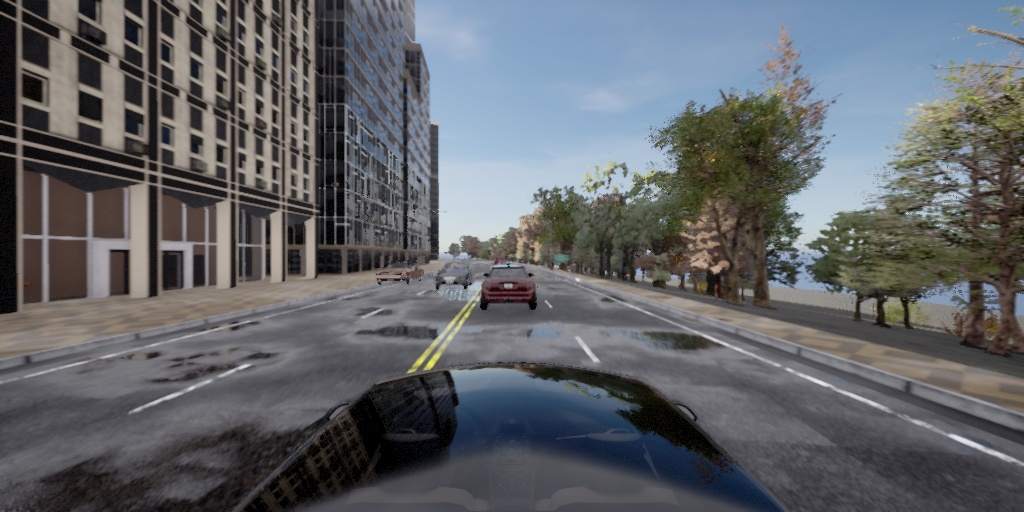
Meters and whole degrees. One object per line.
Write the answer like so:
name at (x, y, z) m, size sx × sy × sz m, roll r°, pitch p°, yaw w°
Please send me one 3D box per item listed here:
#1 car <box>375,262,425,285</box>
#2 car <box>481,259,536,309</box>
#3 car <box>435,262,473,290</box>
car at (-6.710, 1.016, 21.905) m, size 1.895 × 1.301 × 4.718 m, roll 0°, pitch 0°, yaw -1°
car at (-0.160, 1.135, 15.395) m, size 2.097 × 1.767 × 4.553 m, roll 0°, pitch 0°, yaw -1°
car at (-3.461, 1.133, 22.005) m, size 2.128 × 1.511 × 4.902 m, roll 0°, pitch 0°, yaw -1°
